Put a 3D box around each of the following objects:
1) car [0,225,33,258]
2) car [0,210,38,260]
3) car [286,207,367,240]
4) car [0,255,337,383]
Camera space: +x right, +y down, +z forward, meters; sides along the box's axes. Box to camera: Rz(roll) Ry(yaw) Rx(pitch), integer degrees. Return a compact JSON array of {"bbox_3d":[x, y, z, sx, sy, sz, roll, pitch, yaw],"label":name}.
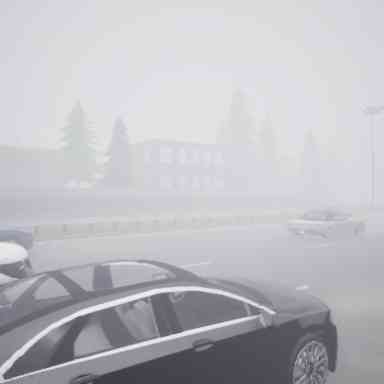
[{"bbox_3d":[-5.097,1.216,4.411,5.566,2.045,2.150,0,0,-35],"label":"car"},{"bbox_3d":[-7.980,1.478,10.954,5.008,1.535,1.882,0,0,-35],"label":"car"},{"bbox_3d":[7.161,1.662,17.451,4.718,1.301,1.895,0,0,-35],"label":"car"},{"bbox_3d":[-0.453,1.498,3.424,4.902,1.511,2.128,0,0,-35],"label":"car"}]
